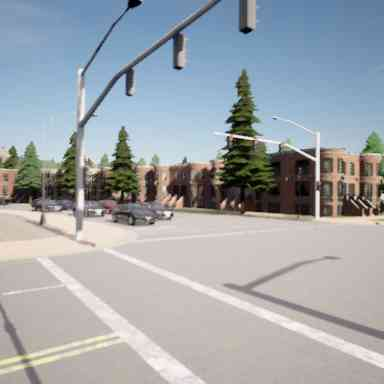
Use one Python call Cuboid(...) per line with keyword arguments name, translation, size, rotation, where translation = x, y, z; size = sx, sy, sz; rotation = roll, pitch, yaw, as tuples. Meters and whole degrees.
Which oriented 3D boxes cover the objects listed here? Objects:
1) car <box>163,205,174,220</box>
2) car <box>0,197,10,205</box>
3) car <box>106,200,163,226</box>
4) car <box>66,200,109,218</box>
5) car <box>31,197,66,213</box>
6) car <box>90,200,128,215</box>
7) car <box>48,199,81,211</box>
Cuboid(name="car", translation=(-3.463, 1.669, 29.519), size=(2.128, 1.511, 4.902), rotation=(1, -1, -37))
Cuboid(name="car", translation=(-34.297, 1.568, 57.964), size=(4.902, 1.511, 2.128), rotation=(1, 0, 9))
Cuboid(name="car", translation=(-4.426, 1.640, 24.972), size=(1.837, 1.490, 4.892), rotation=(1, -1, -36))
Cuboid(name="car", translation=(-10.060, 1.624, 32.381), size=(2.128, 1.511, 4.902), rotation=(1, -1, -39))
Cuboid(name="car", translation=(-17.202, 1.639, 39.508), size=(4.674, 1.442, 1.812), rotation=(0, -1, 37))
Cuboid(name="car", translation=(-9.251, 1.650, 36.826), size=(1.882, 1.535, 5.008), rotation=(1, -1, -43))
Cuboid(name="car", translation=(-16.645, 1.711, 43.403), size=(4.181, 1.385, 1.994), rotation=(0, -1, 35))
